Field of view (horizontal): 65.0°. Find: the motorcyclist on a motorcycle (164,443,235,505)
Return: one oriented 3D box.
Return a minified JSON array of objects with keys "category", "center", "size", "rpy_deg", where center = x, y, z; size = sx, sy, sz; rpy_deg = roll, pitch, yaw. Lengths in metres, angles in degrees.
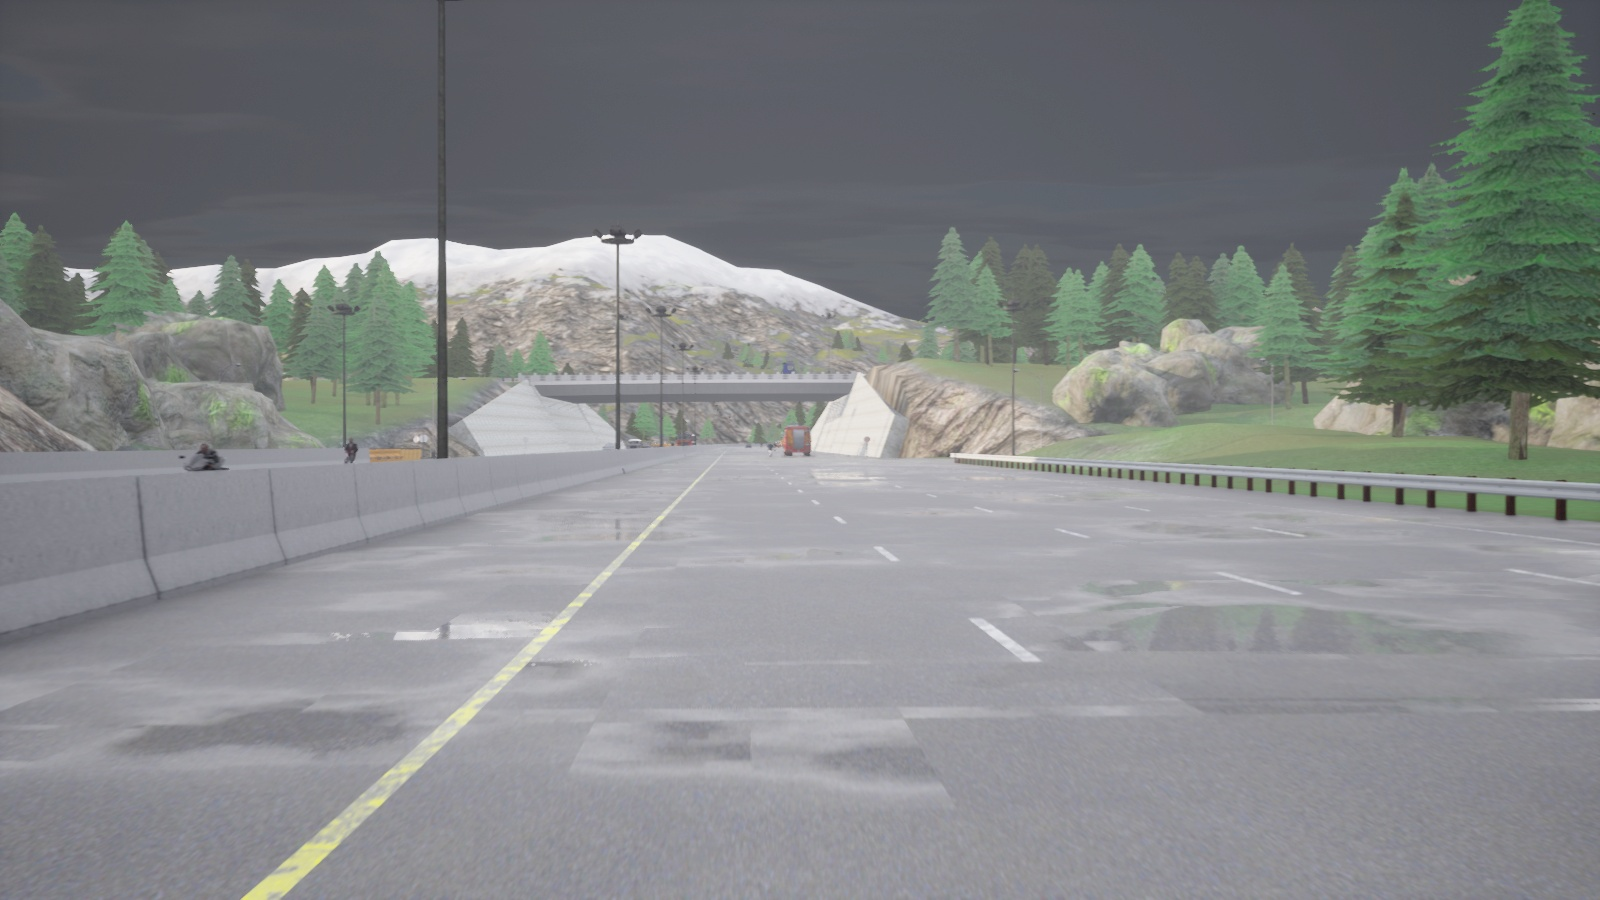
[{"category":"motorcyclist on a motorcycle","center":[-15.411,0.591,32.309],"size":[0.866,1.530,2.191],"rpy_deg":[0,0,-3]}]
